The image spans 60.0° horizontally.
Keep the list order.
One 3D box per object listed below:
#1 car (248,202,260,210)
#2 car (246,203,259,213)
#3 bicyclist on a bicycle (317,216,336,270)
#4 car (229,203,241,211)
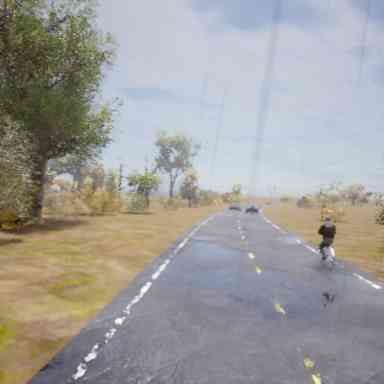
[{"bbox_3d":[13.521,3.006,72.253,2.033,1.411,5.357,2,-1,14],"label":"car"},{"bbox_3d":[9.597,2.662,53.124,1.895,1.301,4.718,2,-1,11],"label":"car"},{"bbox_3d":[4.571,1.690,11.424,0.659,1.776,1.843,2,-1,5],"label":"bicyclist on a bicycle"},{"bbox_3d":[7.811,2.655,60.373,1.994,1.385,4.181,2,-1,12],"label":"car"}]
